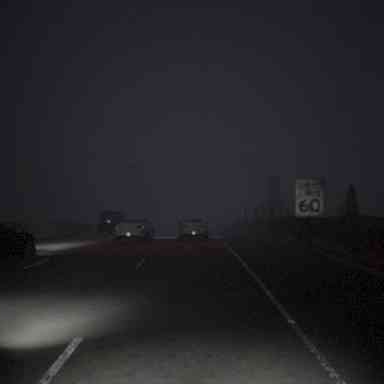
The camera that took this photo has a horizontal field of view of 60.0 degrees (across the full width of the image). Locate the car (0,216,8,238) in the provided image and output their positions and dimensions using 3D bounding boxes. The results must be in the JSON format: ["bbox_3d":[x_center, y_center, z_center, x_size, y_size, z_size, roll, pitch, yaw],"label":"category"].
[{"bbox_3d":[-14.048,2.271,21.154,1.837,1.490,4.892,0,-5,0],"label":"car"}]

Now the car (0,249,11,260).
[{"bbox_3d":[-3.400,1.527,2.189,1.812,1.442,4.674,0,0,0],"label":"car"}]

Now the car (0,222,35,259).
[{"bbox_3d":[-6.904,1.651,10.800,2.128,1.511,4.902,0,-2,0],"label":"car"}]

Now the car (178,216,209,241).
[{"bbox_3d":[0.092,2.307,21.351,1.812,1.442,4.674,0,-5,0],"label":"car"}]

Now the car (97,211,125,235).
[{"bbox_3d":[-6.907,2.873,30.155,2.150,2.045,5.566,0,-7,0],"label":"car"}]

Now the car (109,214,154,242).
[{"bbox_3d":[-3.404,2.208,20.117,1.812,1.442,4.674,0,-4,0],"label":"car"}]
